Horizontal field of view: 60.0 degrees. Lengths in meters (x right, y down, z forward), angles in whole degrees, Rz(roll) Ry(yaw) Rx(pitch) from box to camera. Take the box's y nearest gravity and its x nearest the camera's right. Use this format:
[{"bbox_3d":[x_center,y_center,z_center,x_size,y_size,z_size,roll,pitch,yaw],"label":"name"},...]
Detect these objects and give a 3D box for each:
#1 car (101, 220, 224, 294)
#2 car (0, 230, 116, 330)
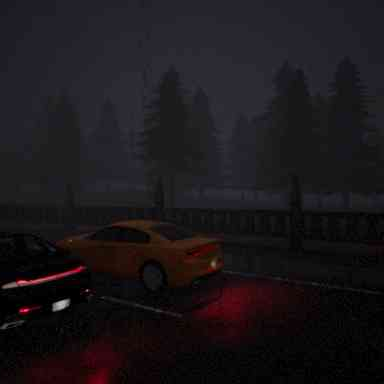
[{"bbox_3d":[-1.594,1.508,8.943,5.008,1.535,1.882,0,0,32],"label":"car"},{"bbox_3d":[-4.064,1.525,6.346,4.902,1.511,2.128,0,0,31],"label":"car"}]
